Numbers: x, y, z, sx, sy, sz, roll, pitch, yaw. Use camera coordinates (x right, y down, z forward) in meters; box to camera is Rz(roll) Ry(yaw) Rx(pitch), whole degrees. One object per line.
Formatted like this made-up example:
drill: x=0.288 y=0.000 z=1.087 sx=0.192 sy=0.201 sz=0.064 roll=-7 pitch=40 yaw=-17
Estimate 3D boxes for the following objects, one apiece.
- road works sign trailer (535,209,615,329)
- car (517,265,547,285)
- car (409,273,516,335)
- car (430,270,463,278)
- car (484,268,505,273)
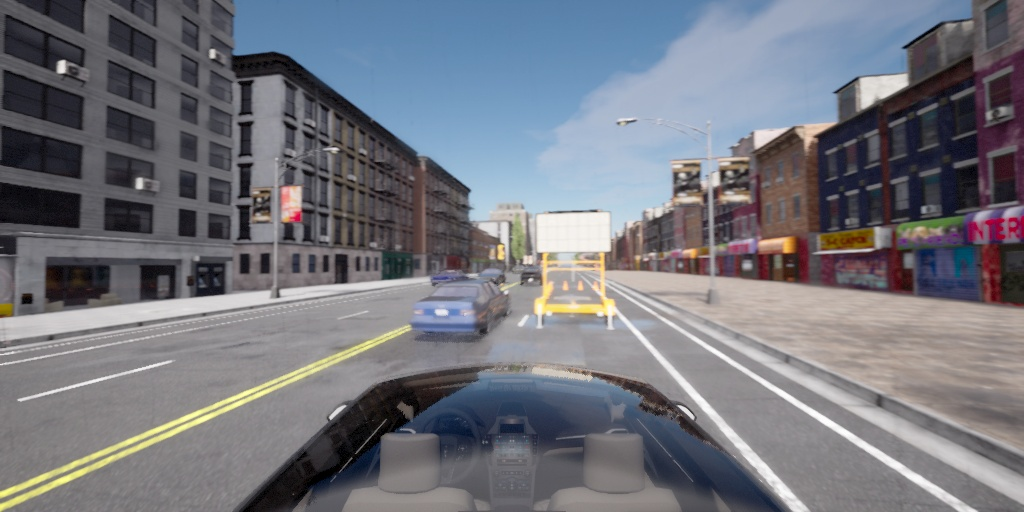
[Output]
road works sign trailer: x=2.016 y=0.310 z=11.663 sx=2.380 sy=3.560 sz=2.880 roll=0 pitch=0 yaw=9
car: x=1.866 y=1.700 z=30.868 sx=1.837 sy=1.490 sz=4.892 roll=-1 pitch=-1 yaw=9
car: x=-1.282 y=1.422 z=11.043 sx=2.033 sy=1.411 sz=5.357 roll=-1 pitch=-1 yaw=9
car: x=-5.112 y=1.838 z=29.615 sx=1.895 sy=1.301 sz=4.718 roll=-1 pitch=-1 yaw=9
car: x=-1.654 y=1.773 z=30.678 sx=2.033 sy=1.411 sz=5.357 roll=-1 pitch=-1 yaw=9
